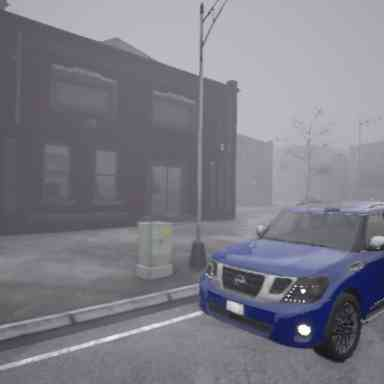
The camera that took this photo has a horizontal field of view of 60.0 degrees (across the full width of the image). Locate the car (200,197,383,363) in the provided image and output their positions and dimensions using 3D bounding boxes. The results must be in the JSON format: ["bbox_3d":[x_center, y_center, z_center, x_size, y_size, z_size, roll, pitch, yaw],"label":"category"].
[{"bbox_3d":[2.707,1.224,6.327,5.566,2.045,2.150,0,0,-40],"label":"car"}]

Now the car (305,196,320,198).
[{"bbox_3d":[17.634,1.285,47.609,2.128,1.511,4.902,1,0,-13],"label":"car"}]
